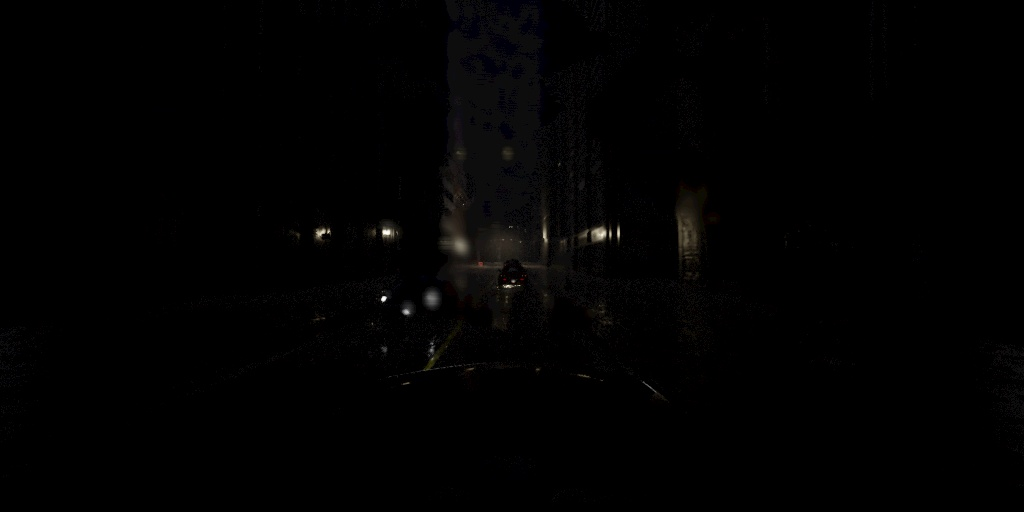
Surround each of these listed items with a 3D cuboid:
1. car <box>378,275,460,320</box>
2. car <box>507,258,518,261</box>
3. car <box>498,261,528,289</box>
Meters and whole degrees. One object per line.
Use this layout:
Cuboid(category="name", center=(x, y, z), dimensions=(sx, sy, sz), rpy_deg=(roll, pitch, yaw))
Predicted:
Cuboid(category="car", center=(-3.112, 1.359, 12.851), dimensions=(1.895, 1.301, 4.718), rpy_deg=(0, 0, 0))
Cuboid(category="car", center=(0.051, 1.158, 42.455), dimensions=(2.097, 1.767, 4.553), rpy_deg=(0, 0, 0))
Cuboid(category="car", center=(0.075, 1.293, 23.395), dimensions=(1.812, 1.442, 4.674), rpy_deg=(0, 0, 0))
